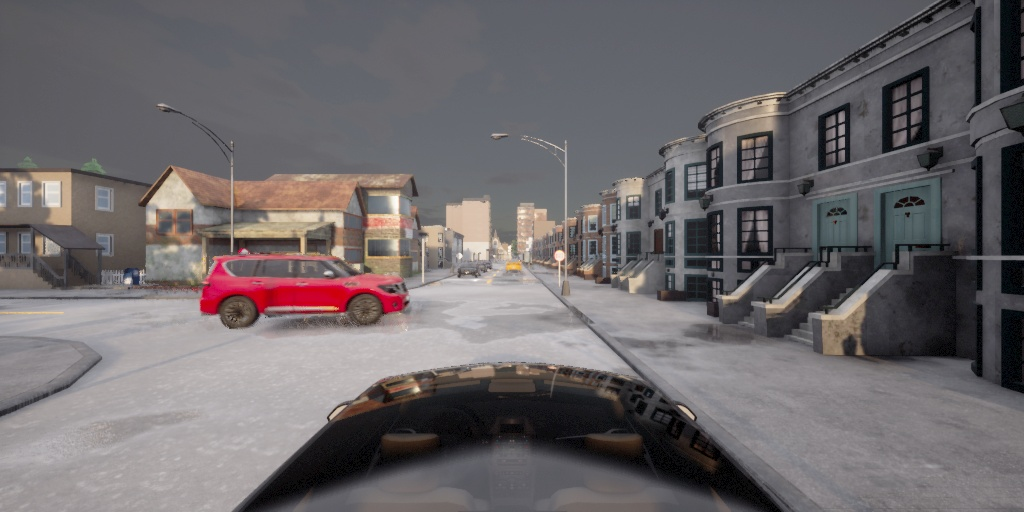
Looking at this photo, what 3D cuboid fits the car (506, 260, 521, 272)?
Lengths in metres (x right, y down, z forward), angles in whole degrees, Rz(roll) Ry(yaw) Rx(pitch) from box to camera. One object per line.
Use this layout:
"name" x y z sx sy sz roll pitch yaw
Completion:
"car" 0.209 1.227 46.330 1.882 1.535 5.008 0 0 0

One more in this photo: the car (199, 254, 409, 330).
"car" -6.048 0.972 10.927 5.566 2.045 2.150 0 0 -8

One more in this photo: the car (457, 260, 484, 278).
"car" -4.025 1.255 34.189 1.837 1.490 4.892 0 0 0

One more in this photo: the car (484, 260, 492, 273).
"car" -3.993 1.241 43.563 2.128 1.511 4.902 0 0 0
